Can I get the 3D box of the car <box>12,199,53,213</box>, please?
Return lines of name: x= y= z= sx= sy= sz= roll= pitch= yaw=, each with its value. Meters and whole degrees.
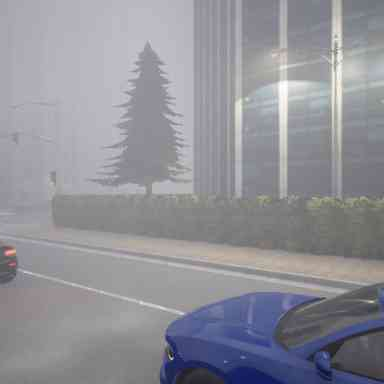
car: x=-17.175 y=1.547 z=37.424 sx=2.033 sy=1.411 sz=5.357 roll=0 pitch=0 yaw=36

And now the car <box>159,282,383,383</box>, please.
car: x=1.974 y=1.478 z=2.585 sx=5.008 sy=1.535 sz=1.882 roll=0 pitch=0 yaw=36

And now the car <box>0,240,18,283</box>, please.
car: x=-6.154 y=1.526 z=8.337 sx=4.674 sy=1.442 sz=1.812 roll=0 pitch=0 yaw=36
